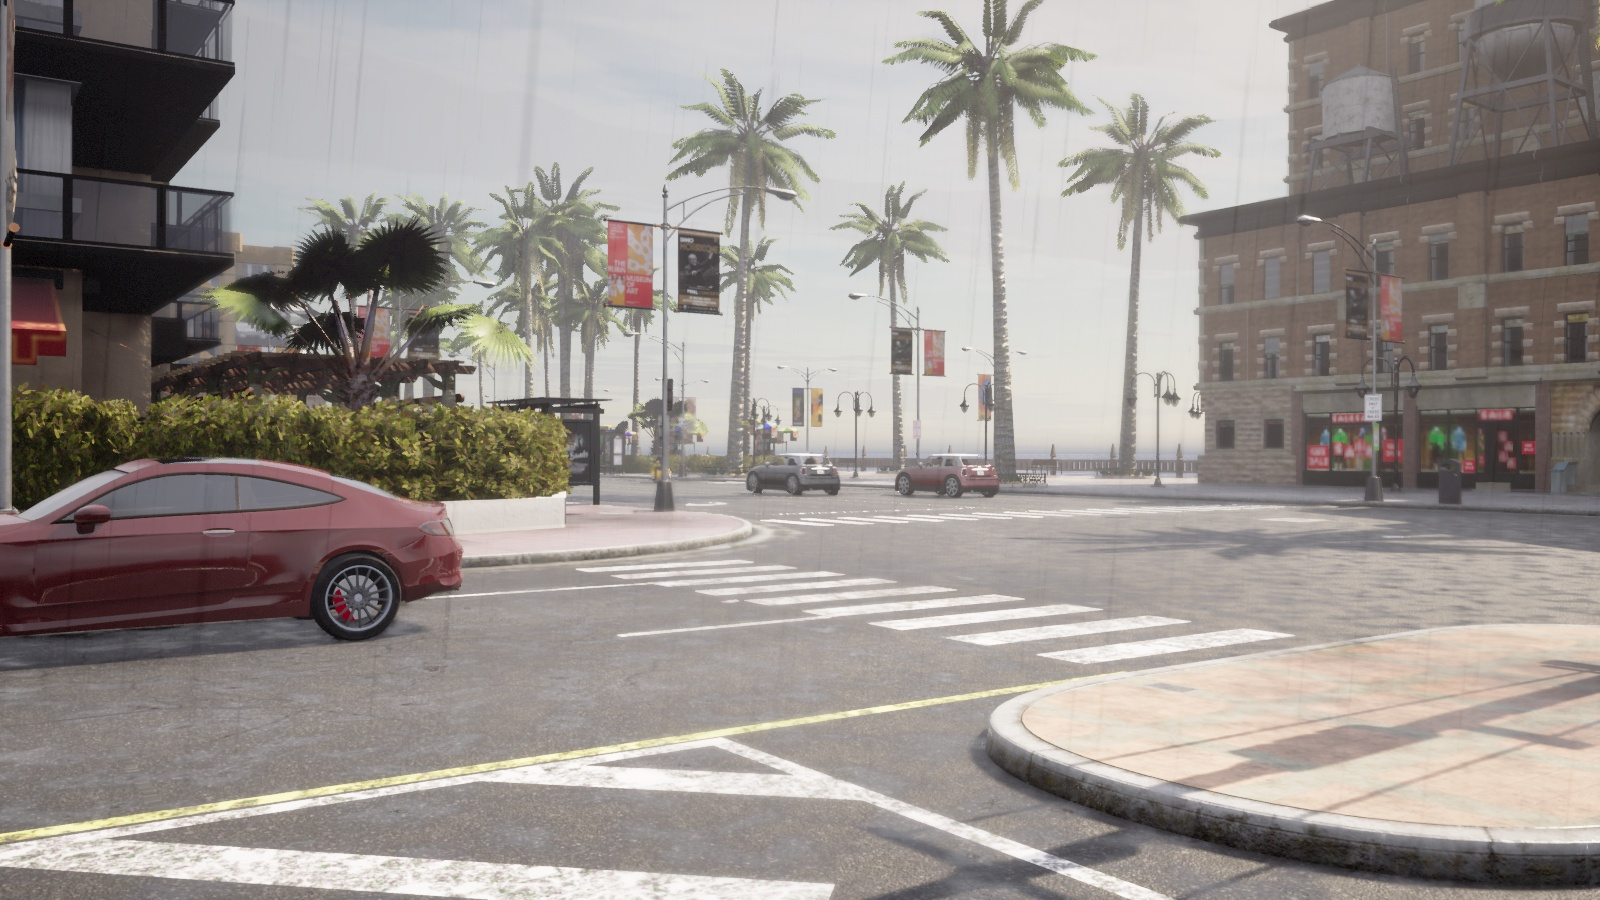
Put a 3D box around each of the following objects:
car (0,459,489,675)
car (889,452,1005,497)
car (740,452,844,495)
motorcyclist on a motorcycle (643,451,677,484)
[{"bbox_3d":[-5.027,0.805,9.873,4.674,1.442,1.812,0,0,-35],"label":"car"},{"bbox_3d":[5.056,0.806,43.620,1.970,1.475,3.806,0,0,-34],"label":"car"},{"bbox_3d":[-0.333,0.822,45.299,1.970,1.475,3.806,0,0,-34],"label":"car"},{"bbox_3d":[-6.813,0.863,61.061,0.866,1.590,1.817,0,-1,-35],"label":"motorcyclist on a motorcycle"}]
